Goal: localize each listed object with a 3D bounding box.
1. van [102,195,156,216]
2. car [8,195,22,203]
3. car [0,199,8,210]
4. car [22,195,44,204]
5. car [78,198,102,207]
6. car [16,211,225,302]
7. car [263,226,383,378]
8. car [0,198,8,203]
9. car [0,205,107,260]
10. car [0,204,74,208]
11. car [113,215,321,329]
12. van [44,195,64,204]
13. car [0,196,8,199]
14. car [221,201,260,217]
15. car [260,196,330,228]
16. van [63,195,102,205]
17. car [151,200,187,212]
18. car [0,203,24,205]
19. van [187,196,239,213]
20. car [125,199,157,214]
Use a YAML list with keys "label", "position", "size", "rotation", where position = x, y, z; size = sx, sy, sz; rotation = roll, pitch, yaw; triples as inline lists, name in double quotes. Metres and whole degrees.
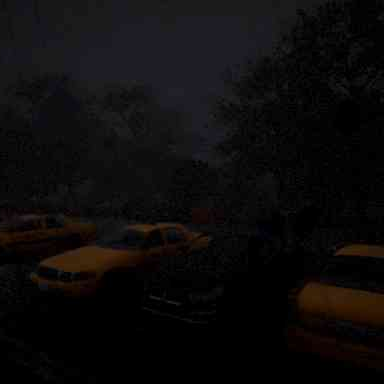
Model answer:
- label: "van"
  position: [-4.864, 1.283, 27.565]
  size: [1.878, 1.987, 4.442]
  rotation: [0, 0, 36]
- label: "car"
  position: [-16.049, 1.319, 35.760]
  size: [2.435, 2.045, 5.566]
  rotation: [0, 0, 36]
- label: "car"
  position: [-27.253, 1.675, 43.902]
  size: [2.002, 1.452, 4.674]
  rotation: [0, 0, 36]
- label: "car"
  position: [-13.805, 1.306, 34.136]
  size: [2.435, 2.045, 5.566]
  rotation: [0, 0, 36]
- label: "car"
  position: [-7.054, 1.519, 29.290]
  size: [2.097, 1.535, 5.008]
  rotation: [0, 0, 36]
- label: "car"
  position: [-1.403, 1.529, 8.819]
  size: [1.946, 1.575, 5.366]
  rotation: [0, 0, 36]
- label: "car"
  position: [3.312, 1.551, 5.864]
  size: [1.946, 1.575, 5.366]
  rotation: [0, 0, 36]
- label: "car"
  position: [-12.515, 1.389, 17.129]
  size: [2.185, 1.767, 4.553]
  rotation: [0, 0, 36]
- label: "car"
  position: [-5.999, 1.509, 12.145]
  size: [1.946, 1.575, 5.366]
  rotation: [0, 0, 36]
- label: "car"
  position: [-7.930, 1.504, 14.001]
  size: [1.946, 1.575, 5.366]
  rotation: [0, 0, 36]
- label: "car"
  position: [0.958, 1.544, 7.347]
  size: [2.231, 1.521, 4.892]
  rotation: [0, 0, 36]
- label: "van"
  position: [-11.614, 1.319, 32.440]
  size: [1.878, 1.987, 4.442]
  rotation: [0, 0, 36]
- label: "car"
  position: [-20.524, 1.596, 39.027]
  size: [2.097, 1.535, 5.008]
  rotation: [0, 0, 36]
- label: "car"
  position: [4.140, 1.545, 21.147]
  size: [2.163, 1.488, 4.792]
  rotation: [0, 0, 36]
- label: "car"
  position: [6.418, 1.275, 19.569]
  size: [2.435, 2.045, 5.566]
  rotation: [0, 0, 36]
- label: "van"
  position: [-9.233, 1.306, 31.005]
  size: [1.878, 1.987, 4.442]
  rotation: [0, 0, 36]
- label: "car"
  position: [-0.415, 1.531, 24.515]
  size: [2.163, 1.488, 4.792]
  rotation: [0, 0, 36]
- label: "car"
  position: [-10.284, 1.508, 15.469]
  size: [2.231, 1.521, 4.892]
  rotation: [0, 0, 36]
- label: "van"
  position: [1.881, 1.281, 22.961]
  size: [1.878, 1.987, 4.442]
  rotation: [0, 0, 36]
- label: "car"
  position: [-2.553, 1.531, 26.063]
  size: [2.163, 1.488, 4.792]
  rotation: [0, 0, 36]
